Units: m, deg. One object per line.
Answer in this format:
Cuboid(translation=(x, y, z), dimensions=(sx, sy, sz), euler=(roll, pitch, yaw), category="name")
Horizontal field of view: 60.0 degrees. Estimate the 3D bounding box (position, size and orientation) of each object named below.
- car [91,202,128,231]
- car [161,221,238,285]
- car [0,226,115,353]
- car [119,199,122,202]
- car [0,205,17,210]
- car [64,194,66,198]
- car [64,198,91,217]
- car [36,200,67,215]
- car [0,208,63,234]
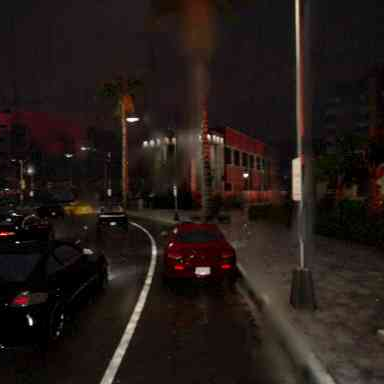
Cuboid(translation=(-5.256, 1.634, 21.487), dimensions=(2.128, 1.511, 4.902), euler=(-1, -1, -16), category="car")
Cuboid(translation=(0.092, 1.562, 9.548), dimensions=(1.812, 1.442, 4.674), euler=(-1, 0, -4), category="car")
Cuboid(translation=(-2.996, 1.624, 6.424), dimensions=(1.994, 1.385, 4.181), euler=(-1, 0, -1), category="car")
Cuboid(translation=(-20.679, 2.154, 87.001), dimensions=(4.718, 1.301, 1.895), euler=(-1, 0, 28), category="car")
Cuboid(translation=(-15.844, 1.839, 28.588), dimensions=(2.033, 1.411, 5.357), euler=(0, 0, -31), category="car")
Cuboid(translation=(-29.077, 1.863, 70.966), dimensions=(4.553, 1.767, 2.185), euler=(-1, 0, 28), category="car")
Cuboid(translation=(-12.171, 1.732, 35.156), dimensions=(1.801, 1.575, 5.366), euler=(-1, 0, -34), category="car")
Cuboid(translation=(-13.166, 1.748, 30.640), dimensions=(1.882, 1.535, 5.008), euler=(0, 0, -31), category="car")
Cuboid(translation=(-7.009, 1.623, 13.304), dimensions=(2.128, 1.511, 4.902), euler=(-1, 0, -8), category="car")
